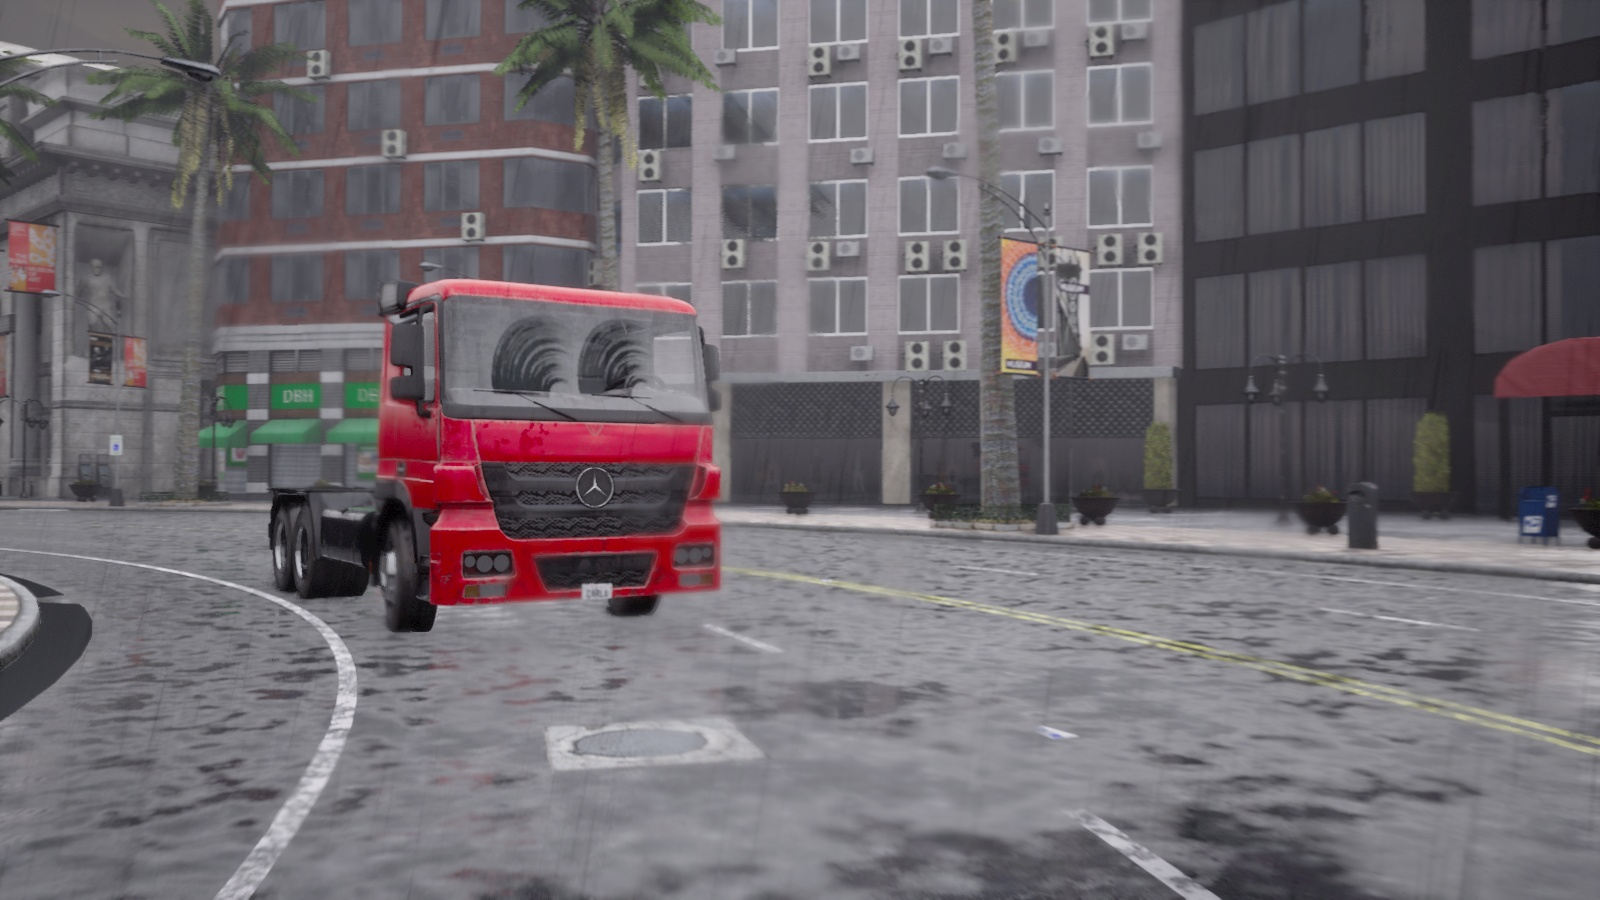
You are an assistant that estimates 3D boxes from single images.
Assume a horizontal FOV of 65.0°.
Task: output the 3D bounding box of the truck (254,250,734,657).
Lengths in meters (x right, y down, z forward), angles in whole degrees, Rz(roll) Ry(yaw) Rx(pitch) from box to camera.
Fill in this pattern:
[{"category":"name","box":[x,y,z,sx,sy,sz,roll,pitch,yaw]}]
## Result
[{"category":"truck","box":[-4.076,0.103,14.783,2.891,3.462,7.936,0,-1,-34]}]
